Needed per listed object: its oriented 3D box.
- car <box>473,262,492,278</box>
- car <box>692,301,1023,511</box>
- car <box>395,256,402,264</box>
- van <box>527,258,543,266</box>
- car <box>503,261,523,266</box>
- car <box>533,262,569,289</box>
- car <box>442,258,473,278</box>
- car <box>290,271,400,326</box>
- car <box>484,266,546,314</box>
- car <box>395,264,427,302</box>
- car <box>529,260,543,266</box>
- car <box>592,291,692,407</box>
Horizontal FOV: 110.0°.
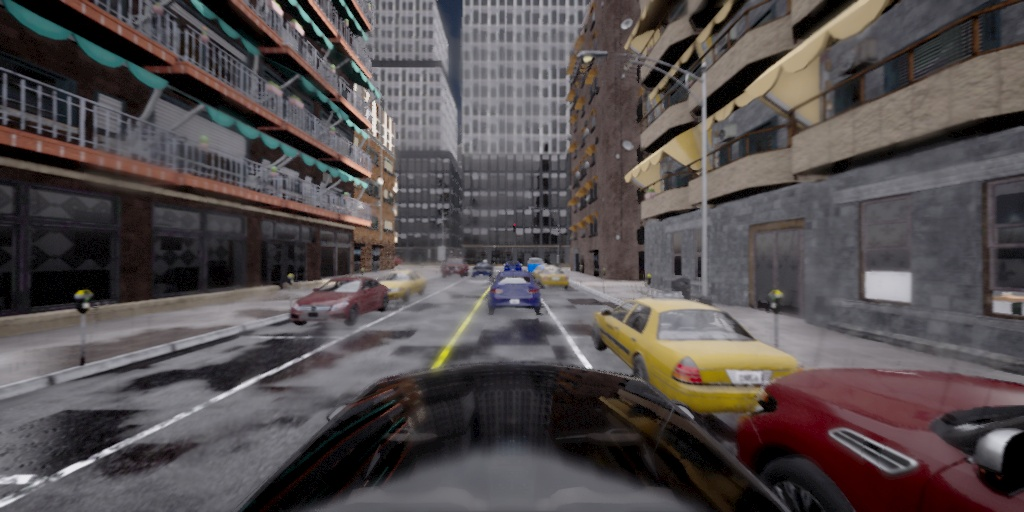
[{"bbox_3d":[-2.749,1.310,34.777,2.033,1.411,5.357,0,0,0],"label":"car"},{"bbox_3d":[2.566,1.065,0.384,2.192,1.841,5.009,0,0,0],"label":"car"},{"bbox_3d":[-20.880,0.881,59.828,5.009,1.841,2.192,0,0,0],"label":"car"},{"bbox_3d":[2.567,1.107,39.865,1.690,1.789,3.998,0,0,0],"label":"van"},{"bbox_3d":[0.103,1.243,38.278,1.882,1.535,5.008,0,0,0],"label":"car"},{"bbox_3d":[2.567,1.281,23.115,1.751,1.417,4.829,0,0,0],"label":"car"},{"bbox_3d":[-5.313,1.078,34.226,2.192,1.841,5.009,0,0,0],"label":"car"},{"bbox_3d":[-5.314,1.334,11.664,1.802,1.307,4.207,0,0,0],"label":"car"},{"bbox_3d":[0.099,1.278,13.686,1.812,1.442,4.674,0,0,0],"label":"car"},{"bbox_3d":[-5.314,1.279,17.135,1.751,1.417,4.829,0,0,0],"label":"car"},{"bbox_3d":[2.567,1.284,28.755,1.751,1.417,4.829,0,0,0],"label":"car"},{"bbox_3d":[2.566,1.276,6.194,1.751,1.417,4.829,0,0,0],"label":"car"}]
